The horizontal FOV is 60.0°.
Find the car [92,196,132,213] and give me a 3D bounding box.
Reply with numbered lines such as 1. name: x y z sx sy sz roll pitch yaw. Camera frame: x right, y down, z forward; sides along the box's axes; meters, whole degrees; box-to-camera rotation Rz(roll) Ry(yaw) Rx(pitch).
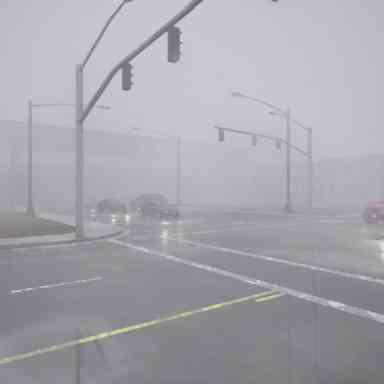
1. car: -8.875 1.478 36.587 1.882 1.535 5.008 0 0 -36

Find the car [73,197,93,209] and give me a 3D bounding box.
1. car: -14.663 1.526 44.928 1.812 1.442 4.674 0 0 -32

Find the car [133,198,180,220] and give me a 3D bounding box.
1. car: -2.872 1.505 28.448 1.837 1.490 4.892 0 0 -36

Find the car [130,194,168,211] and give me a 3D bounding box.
1. car: -4.976 1.221 37.451 2.150 2.045 5.566 0 0 -36

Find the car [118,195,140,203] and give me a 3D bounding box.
1. car: -12.753 1.477 67.962 1.882 1.535 5.008 0 0 24

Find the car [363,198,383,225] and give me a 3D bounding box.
1. car: 14.035 1.173 22.329 5.566 2.045 2.150 0 0 -26

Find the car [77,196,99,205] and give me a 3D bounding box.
1. car: -18.682 1.549 59.984 2.033 1.411 5.357 0 0 4

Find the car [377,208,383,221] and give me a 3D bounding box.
1. car: 10.950 1.529 15.599 4.181 1.385 1.994 0 0 -33
